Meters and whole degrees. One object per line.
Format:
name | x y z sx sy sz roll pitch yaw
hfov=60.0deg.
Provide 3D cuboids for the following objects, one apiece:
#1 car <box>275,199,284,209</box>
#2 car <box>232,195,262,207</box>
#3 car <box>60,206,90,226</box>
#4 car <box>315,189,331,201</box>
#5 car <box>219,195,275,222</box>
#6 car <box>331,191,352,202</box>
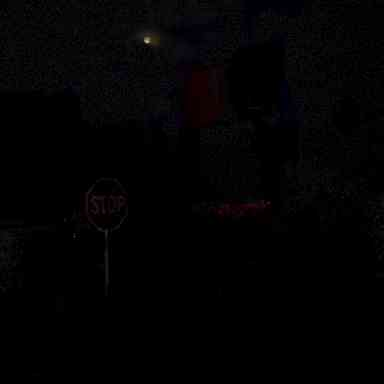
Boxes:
car | 8.122 1.009 35.281 2.097 1.767 4.553 -2 0 35
car | 7.722 1.230 46.309 2.128 1.511 4.902 -2 0 35
car | -7.416 1.647 24.703 1.812 1.442 4.674 -2 -1 35
car | 22.044 0.451 55.252 2.150 2.045 5.566 -2 0 35
car | 3.731 1.072 23.312 2.097 1.767 4.553 -2 -1 35
car | 23.416 0.667 51.523 1.837 1.490 4.892 -2 -1 35
